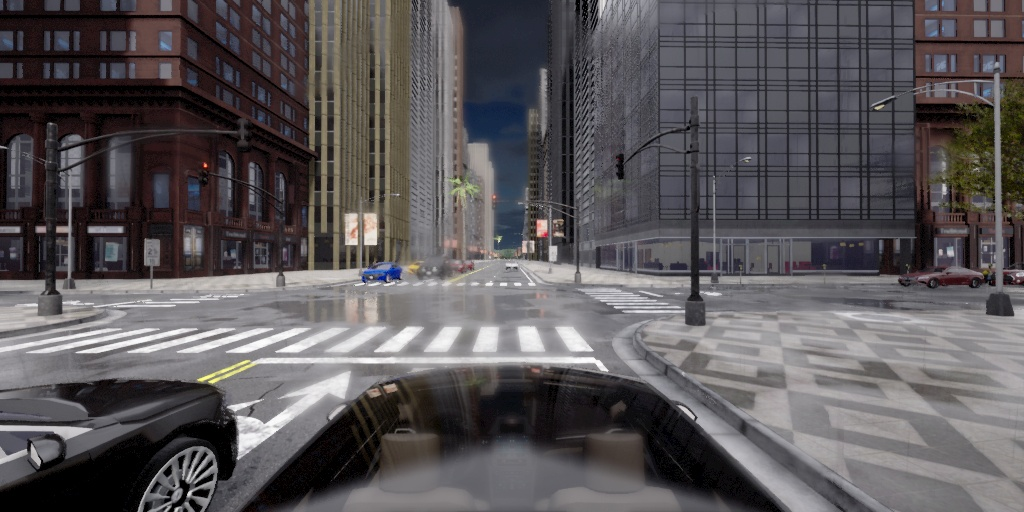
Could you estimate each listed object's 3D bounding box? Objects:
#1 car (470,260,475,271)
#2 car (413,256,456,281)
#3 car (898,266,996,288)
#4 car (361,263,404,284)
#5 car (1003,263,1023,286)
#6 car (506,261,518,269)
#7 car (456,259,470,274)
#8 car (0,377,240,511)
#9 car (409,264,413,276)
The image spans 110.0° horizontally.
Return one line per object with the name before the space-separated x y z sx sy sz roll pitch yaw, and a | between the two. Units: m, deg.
car | -6.699 1.363 53.532 1.882 1.535 5.008 0 0 0
car | -6.665 1.028 31.514 2.150 2.045 5.566 0 0 0
car | 26.418 1.276 22.078 4.207 1.307 1.802 0 0 -1
car | -9.974 1.277 27.978 1.882 1.535 5.008 0 0 1
car | 32.056 1.118 22.178 4.097 1.591 1.967 0 0 -1
car | -0.032 1.511 59.257 1.895 1.301 4.718 0 0 0
car | -6.676 1.197 43.402 2.097 1.767 4.553 0 0 0
car | -3.138 1.241 0.967 2.128 1.511 4.902 0 0 -1
car | -9.927 1.310 39.550 1.882 1.535 5.008 0 0 0
